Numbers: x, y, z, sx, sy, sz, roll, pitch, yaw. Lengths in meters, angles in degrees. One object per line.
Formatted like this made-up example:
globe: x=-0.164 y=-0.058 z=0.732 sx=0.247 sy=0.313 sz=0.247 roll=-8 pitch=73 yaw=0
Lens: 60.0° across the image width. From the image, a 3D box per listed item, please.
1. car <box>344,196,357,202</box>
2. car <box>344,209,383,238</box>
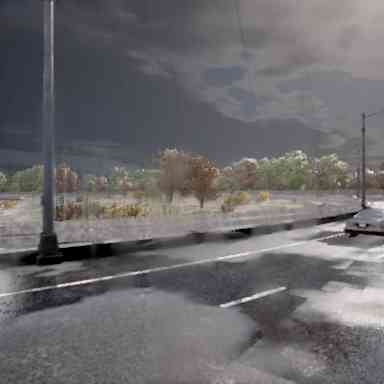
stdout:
car: x=39.851 y=1.696 z=83.293 sx=2.033 sy=1.411 sz=5.357 roll=0 pitch=0 yaw=5
car: x=9.617 y=1.579 z=17.104 sx=2.033 sy=1.411 sz=5.357 roll=0 pitch=0 yaw=45
